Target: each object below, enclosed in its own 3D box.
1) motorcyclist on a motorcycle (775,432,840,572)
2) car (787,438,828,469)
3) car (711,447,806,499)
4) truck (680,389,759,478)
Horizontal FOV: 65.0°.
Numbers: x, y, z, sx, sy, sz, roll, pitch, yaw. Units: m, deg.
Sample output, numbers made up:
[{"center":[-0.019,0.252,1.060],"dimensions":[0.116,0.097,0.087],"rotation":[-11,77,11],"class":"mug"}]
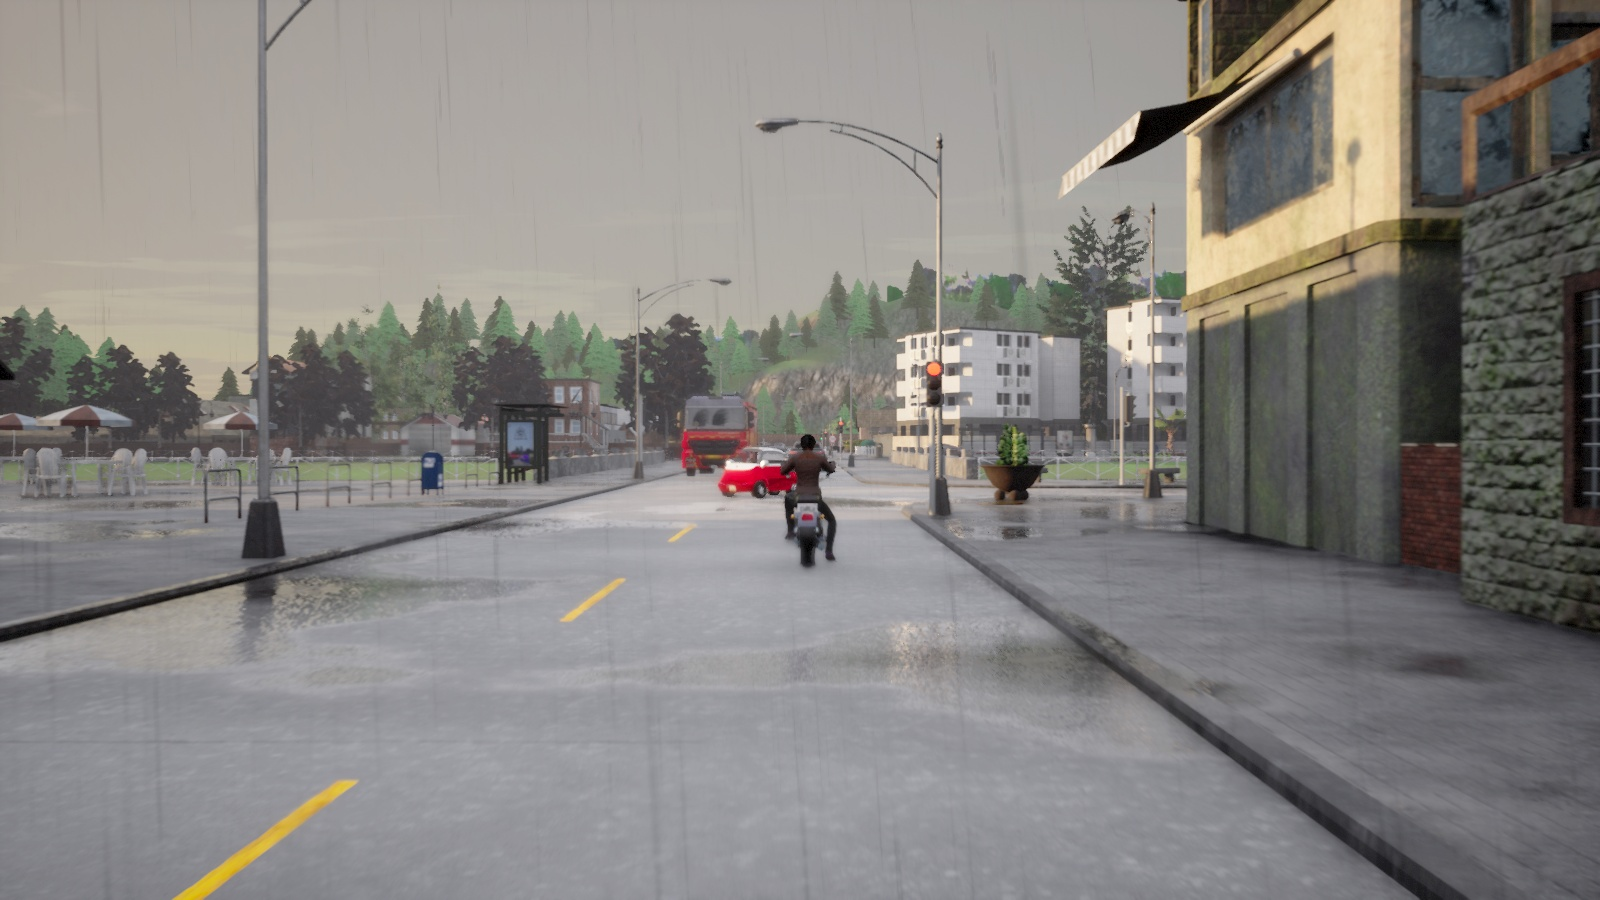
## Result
[{"center":[0.101,0.607,15.911],"dimensions":[0.766,1.649,2.350],"rotation":[0,0,1],"class":"motorcyclist on a motorcycle"},{"center":[0.420,0.190,71.175],"dimensions":[2.242,1.667,4.611],"rotation":[0,0,0],"class":"car"},{"center":[-1.123,0.607,34.345],"dimensions":[1.481,1.376,2.207],"rotation":[0,0,43],"class":"car"},{"center":[-3.615,-0.750,58.375],"dimensions":[2.891,3.827,8.468],"rotation":[0,0,2],"class":"truck"}]
